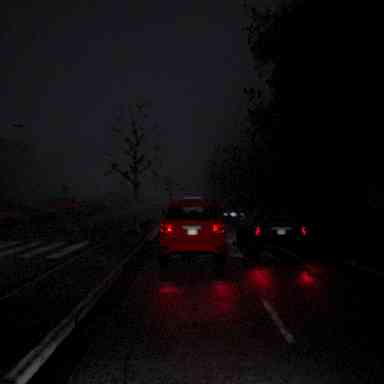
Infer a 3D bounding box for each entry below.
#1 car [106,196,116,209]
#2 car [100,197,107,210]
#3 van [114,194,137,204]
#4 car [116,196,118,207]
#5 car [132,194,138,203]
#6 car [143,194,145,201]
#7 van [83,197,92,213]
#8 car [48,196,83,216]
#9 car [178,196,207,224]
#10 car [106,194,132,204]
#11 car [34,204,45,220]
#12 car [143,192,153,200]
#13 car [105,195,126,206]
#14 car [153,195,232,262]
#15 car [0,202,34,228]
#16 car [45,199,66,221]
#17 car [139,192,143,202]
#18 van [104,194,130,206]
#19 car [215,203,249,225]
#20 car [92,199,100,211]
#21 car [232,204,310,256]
[{"bbox_3d":[-13.694,1.706,45.933,5.366,1.575,1.946,-1,0,-20],"label":"car"},{"bbox_3d":[-13.894,1.742,42.863,4.792,1.488,2.163,-1,0,-20],"label":"car"},{"bbox_3d":[-13.960,1.366,69.691,4.442,1.987,1.878,-1,1,-20],"label":"van"},{"bbox_3d":[-13.836,1.737,48.860,4.792,1.488,2.163,-1,0,-20],"label":"car"},{"bbox_3d":[-13.832,1.380,63.783,5.566,2.045,2.435,-1,0,-20],"label":"car"},{"bbox_3d":[-13.840,1.589,75.700,4.674,1.452,2.002,-1,1,-20],"label":"car"},{"bbox_3d":[-13.767,1.467,36.960,4.442,1.987,1.878,-1,-1,-20],"label":"van"},{"bbox_3d":[-13.847,1.551,33.932,4.553,1.767,2.185,-1,0,-20],"label":"car"},{"bbox_3d":[0.040,1.360,27.414,2.150,2.045,5.566,0,0,1],"label":"car"},{"bbox_3d":[-13.887,1.421,57.787,5.566,2.045,2.435,-1,1,-20],"label":"car"},{"bbox_3d":[-13.907,1.642,24.960,4.792,1.488,2.163,-1,0,-20],"label":"car"},{"bbox_3d":[-13.808,1.474,90.724,4.792,1.488,2.163,-1,0,-20],"label":"car"},{"bbox_3d":[-13.856,1.727,54.817,4.674,1.452,2.002,-1,1,-20],"label":"car"},{"bbox_3d":[0.038,1.261,12.422,2.150,2.045,5.566,0,0,1],"label":"car"},{"bbox_3d":[-13.710,1.583,22.055,5.366,1.575,1.946,-1,-1,-20],"label":"car"},{"bbox_3d":[-13.705,1.630,28.021,5.366,1.575,1.946,-1,-1,-20],"label":"car"},{"bbox_3d":[-13.819,1.443,72.727,4.553,1.767,2.185,-1,1,-20],"label":"car"},{"bbox_3d":[-13.750,1.425,60.830,4.442,1.987,1.878,-1,0,-20],"label":"van"},{"bbox_3d":[3.029,1.676,26.309,2.033,1.411,5.357,0,0,1],"label":"car"},{"bbox_3d":[-13.865,1.743,39.891,4.674,1.452,2.002,-1,0,-20],"label":"car"},{"bbox_3d":[3.047,1.394,13.399,2.097,1.767,4.553,0,0,0],"label":"car"}]
